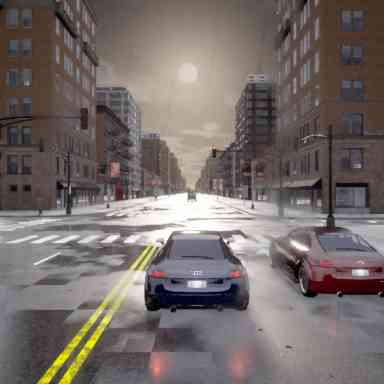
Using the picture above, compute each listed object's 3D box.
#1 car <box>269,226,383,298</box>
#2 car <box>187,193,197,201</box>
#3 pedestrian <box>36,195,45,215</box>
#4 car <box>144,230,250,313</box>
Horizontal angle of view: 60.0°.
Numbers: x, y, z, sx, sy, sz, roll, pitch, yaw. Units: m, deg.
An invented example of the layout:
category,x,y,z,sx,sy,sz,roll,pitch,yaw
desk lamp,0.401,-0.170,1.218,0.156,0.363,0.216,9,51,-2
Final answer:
category,x,y,z,sx,sy,sz,roll,pitch,yaw
car,3.335,1.564,8.581,1.994,1.385,4.181,0,0,0
car,-0.026,1.212,80.278,2.150,2.045,5.566,0,0,0
pedestrian,-14.152,1.170,31.080,0.375,1.860,0.375,0,0,0
car,0.085,1.564,7.762,1.994,1.385,4.181,0,0,0
